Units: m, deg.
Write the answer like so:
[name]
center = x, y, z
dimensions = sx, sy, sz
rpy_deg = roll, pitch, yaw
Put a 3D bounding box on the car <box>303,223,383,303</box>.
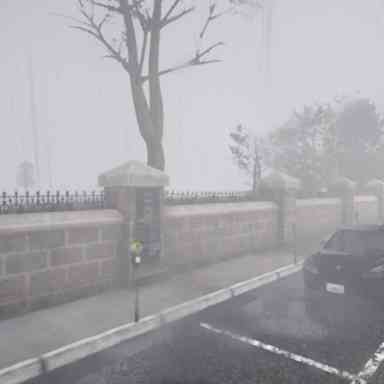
[car]
center = 4.318, 1.521, 8.180
dimensions = 1.947, 1.339, 4.313
rpy_deg = 0, 0, 43
